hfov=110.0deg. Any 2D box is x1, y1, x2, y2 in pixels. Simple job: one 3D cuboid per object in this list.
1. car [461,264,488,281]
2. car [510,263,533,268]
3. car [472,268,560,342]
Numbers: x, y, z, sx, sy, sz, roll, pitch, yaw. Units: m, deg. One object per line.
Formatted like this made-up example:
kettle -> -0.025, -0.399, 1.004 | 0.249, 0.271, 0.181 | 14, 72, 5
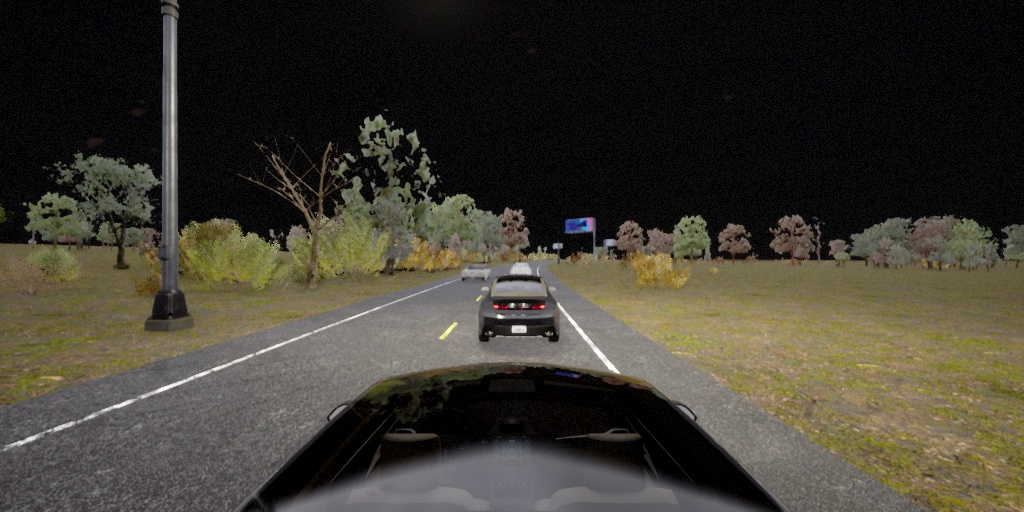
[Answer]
car -> -2.924, 1.359, 29.552 | 1.895, 1.301, 4.718 | 0, 0, 3
car -> 0.776, 1.283, 30.293 | 1.812, 1.442, 4.674 | 0, 0, 3
car -> 0.182, 1.254, 9.749 | 1.837, 1.490, 4.892 | 0, 0, 1
